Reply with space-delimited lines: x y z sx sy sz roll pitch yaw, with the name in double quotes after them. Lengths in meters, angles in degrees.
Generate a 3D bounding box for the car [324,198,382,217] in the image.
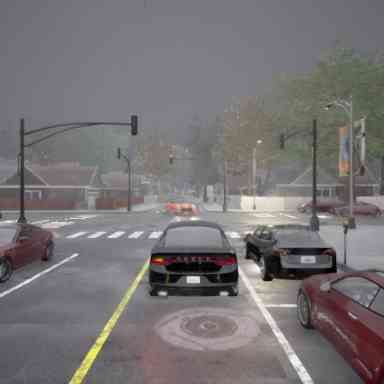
14.332 1.469 29.345 4.181 1.385 1.994 0 0 0 "car"

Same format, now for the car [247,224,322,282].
2.625 1.566 9.604 1.947 1.339 4.313 0 0 0 "car"

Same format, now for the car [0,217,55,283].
-5.400 1.582 9.589 1.802 1.307 4.206 0 0 0 "car"

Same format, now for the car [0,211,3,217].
-17.073 1.658 25.855 4.181 1.385 1.994 0 0 0 "car"

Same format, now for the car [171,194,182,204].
-3.194 1.398 68.228 2.097 1.767 4.553 0 0 0 "car"

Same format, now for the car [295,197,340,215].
12.540 1.267 32.594 4.553 1.767 2.097 0 0 0 "car"

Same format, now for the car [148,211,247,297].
0.048 1.477 8.651 1.882 1.535 5.008 0 0 1 "car"

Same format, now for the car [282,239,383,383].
2.635 1.582 4.086 1.802 1.307 4.206 0 0 0 "car"

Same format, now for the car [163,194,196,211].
-1.262 1.358 32.650 2.097 1.767 4.553 0 0 -21 "car"
